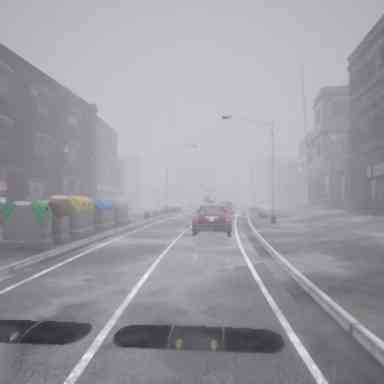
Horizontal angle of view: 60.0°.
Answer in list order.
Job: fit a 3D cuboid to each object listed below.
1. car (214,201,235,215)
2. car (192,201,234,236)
[{"bbox_3d":[3.731,1.751,37.601,2.033,1.411,5.357,0,-1,9],"label":"car"},{"bbox_3d":[1.222,1.450,19.211,2.097,1.767,4.553,0,0,6],"label":"car"}]
